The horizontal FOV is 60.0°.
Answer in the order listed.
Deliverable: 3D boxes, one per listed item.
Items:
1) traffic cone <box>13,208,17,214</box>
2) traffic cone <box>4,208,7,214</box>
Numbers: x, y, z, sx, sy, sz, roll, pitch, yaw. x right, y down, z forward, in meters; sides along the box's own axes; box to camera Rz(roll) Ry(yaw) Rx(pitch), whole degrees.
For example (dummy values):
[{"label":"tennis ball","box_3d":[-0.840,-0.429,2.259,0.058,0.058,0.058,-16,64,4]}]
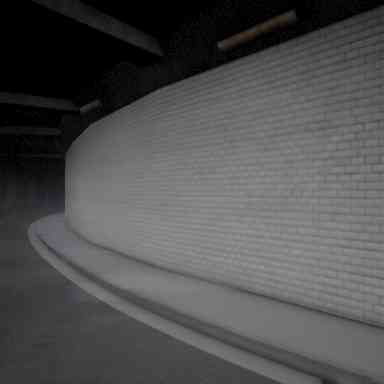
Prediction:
[{"label":"traffic cone","box_3d":[-20.228,2.174,38.071,0.340,0.580,0.340,1,-1,-17]},{"label":"traffic cone","box_3d":[-21.187,2.162,37.785,0.340,0.580,0.340,1,-1,-17]}]
